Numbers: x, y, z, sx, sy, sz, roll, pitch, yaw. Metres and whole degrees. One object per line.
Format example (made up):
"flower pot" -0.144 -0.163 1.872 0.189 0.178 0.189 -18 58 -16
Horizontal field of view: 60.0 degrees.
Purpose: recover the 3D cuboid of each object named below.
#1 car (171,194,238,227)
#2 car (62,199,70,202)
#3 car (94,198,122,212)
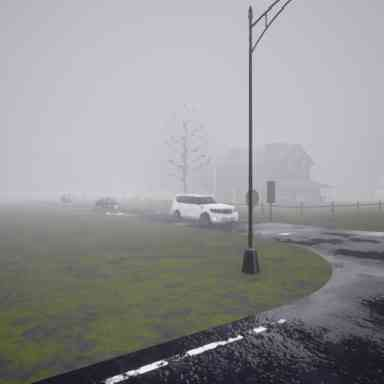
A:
"car" 0.677 1.168 22.824 2.150 2.045 5.566 0 0 -35
"car" -18.528 1.042 50.175 2.128 1.511 4.902 0 0 -35
"car" -9.409 1.392 37.110 2.128 1.511 4.902 0 0 -35
